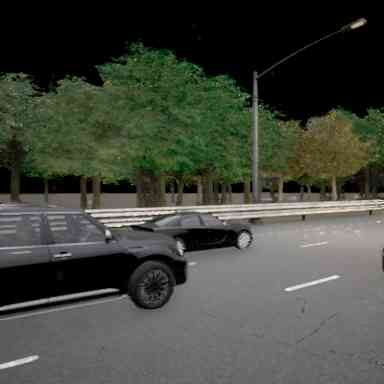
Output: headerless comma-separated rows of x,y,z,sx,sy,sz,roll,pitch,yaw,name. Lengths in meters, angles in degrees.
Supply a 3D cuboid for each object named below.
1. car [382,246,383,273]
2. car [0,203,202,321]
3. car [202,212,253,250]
6.732,1.474,8.540,4.892,1.490,1.837,0,0,-35,car
-2.742,1.217,6.090,5.566,2.045,2.150,0,0,-35,car
0.122,1.455,12.427,5.008,1.535,1.882,0,0,-35,car
